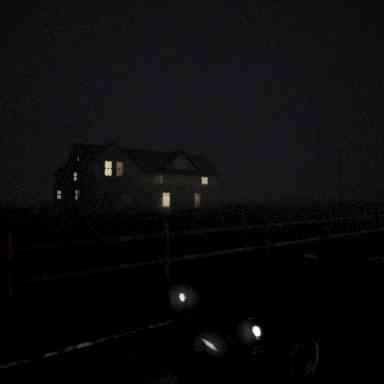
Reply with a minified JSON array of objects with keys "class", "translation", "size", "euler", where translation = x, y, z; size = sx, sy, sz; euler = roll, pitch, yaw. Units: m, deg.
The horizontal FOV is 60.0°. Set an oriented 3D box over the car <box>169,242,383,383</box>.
[{"class":"car","translation":[2.018,1.588,5.447],"size":[4.718,1.301,1.895],"euler":[0,0,-36]}]
